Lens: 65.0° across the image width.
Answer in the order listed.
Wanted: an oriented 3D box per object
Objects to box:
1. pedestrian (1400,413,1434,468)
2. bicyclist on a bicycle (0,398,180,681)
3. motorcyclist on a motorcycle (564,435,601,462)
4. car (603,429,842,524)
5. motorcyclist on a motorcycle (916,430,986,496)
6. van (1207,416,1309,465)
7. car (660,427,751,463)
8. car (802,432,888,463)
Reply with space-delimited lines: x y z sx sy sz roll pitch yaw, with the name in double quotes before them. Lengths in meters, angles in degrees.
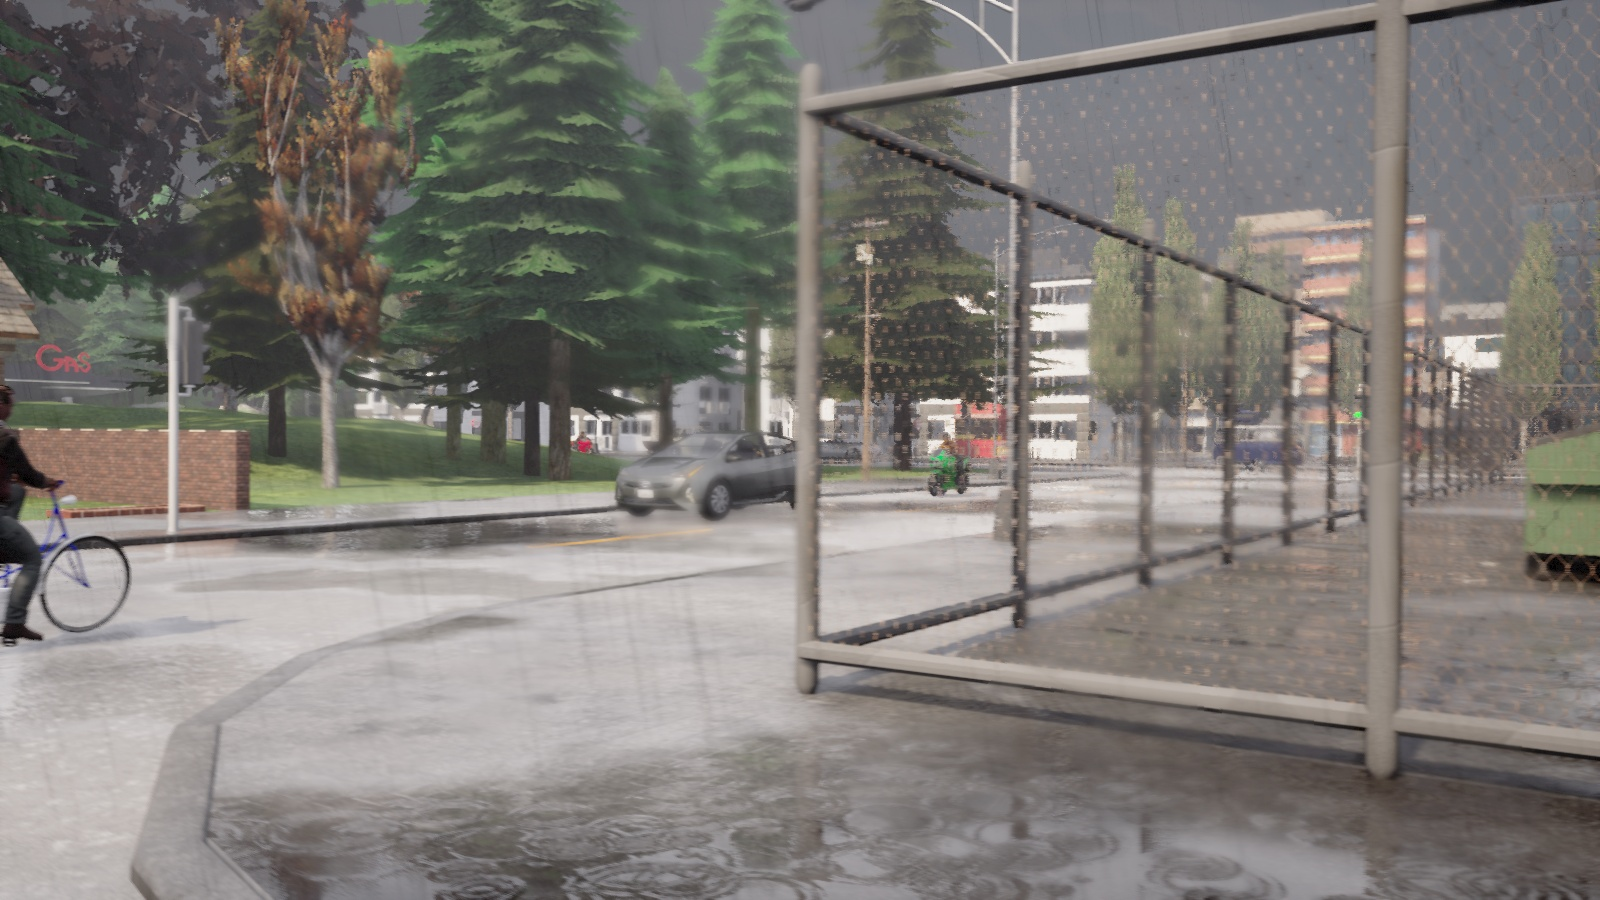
"pedestrian" 21.143 -0.332 43.039 0.899 1.844 0.634 0 1 8
"bicyclist on a bicycle" -5.162 0.542 8.478 0.659 1.776 1.843 1 2 17
"motorcyclist on a motorcycle" -12.469 -0.106 71.925 2.044 1.523 0.797 0 1 34
"car" -1.265 0.394 22.666 2.007 1.525 4.514 0 1 33
"motorcyclist on a motorcycle" 3.629 0.284 30.025 0.797 1.523 2.044 0 1 34
"van" 19.668 -0.420 54.104 1.775 1.987 4.442 0 1 -18
"car" -5.078 -0.280 67.005 4.605 1.855 1.932 0 1 33
"car" 2.218 -0.140 62.192 3.806 1.475 1.970 0 1 34
